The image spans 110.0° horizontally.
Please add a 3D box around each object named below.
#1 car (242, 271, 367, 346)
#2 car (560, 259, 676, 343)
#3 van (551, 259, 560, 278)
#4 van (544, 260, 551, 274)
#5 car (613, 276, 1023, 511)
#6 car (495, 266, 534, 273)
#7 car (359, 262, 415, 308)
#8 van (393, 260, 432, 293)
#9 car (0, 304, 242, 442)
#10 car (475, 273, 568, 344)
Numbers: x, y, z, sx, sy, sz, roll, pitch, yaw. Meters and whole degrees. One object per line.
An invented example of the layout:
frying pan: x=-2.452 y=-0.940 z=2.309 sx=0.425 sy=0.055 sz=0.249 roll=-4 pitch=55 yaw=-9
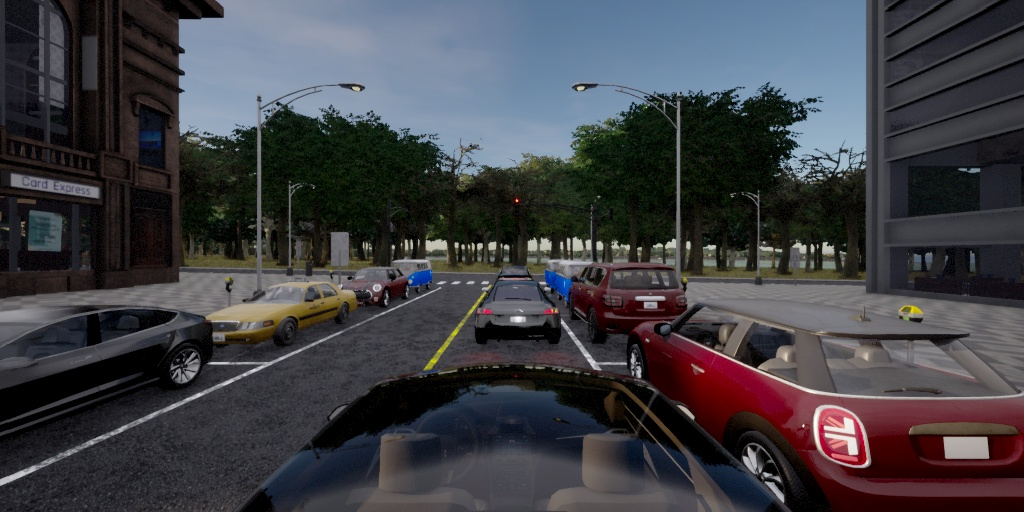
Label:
car: x=-5.747 y=1.276 z=9.406 sx=1.751 sy=1.417 sz=4.829 roll=0 pitch=0 yaw=0
car: x=2.779 y=1.065 z=9.558 sx=2.192 sy=1.841 sz=5.009 roll=0 pitch=0 yaw=0
van: x=2.790 y=1.092 z=14.995 sx=1.690 sy=1.789 sz=3.998 roll=0 pitch=0 yaw=0
van: x=2.802 y=1.092 z=20.433 sx=1.690 sy=1.789 sz=3.998 roll=0 pitch=0 yaw=0
car: x=2.767 y=1.190 z=4.120 sx=1.967 sy=1.591 sz=4.097 roll=0 pitch=0 yaw=0
car: x=0.136 y=1.243 z=18.488 sx=2.128 sy=1.511 sz=4.902 roll=0 pitch=0 yaw=0
car: x=-5.735 y=1.191 z=15.013 sx=1.967 sy=1.591 sz=4.097 roll=0 pitch=0 yaw=0
van: x=-5.723 y=1.092 z=20.451 sx=1.690 sy=1.789 sz=3.998 roll=0 pitch=0 yaw=0
car: x=-5.758 y=1.316 z=4.138 sx=1.948 sy=1.339 sz=4.313 roll=0 pitch=0 yaw=0
car: x=0.121 y=1.314 z=9.607 sx=1.994 sy=1.385 sz=4.181 roll=0 pitch=0 yaw=0
